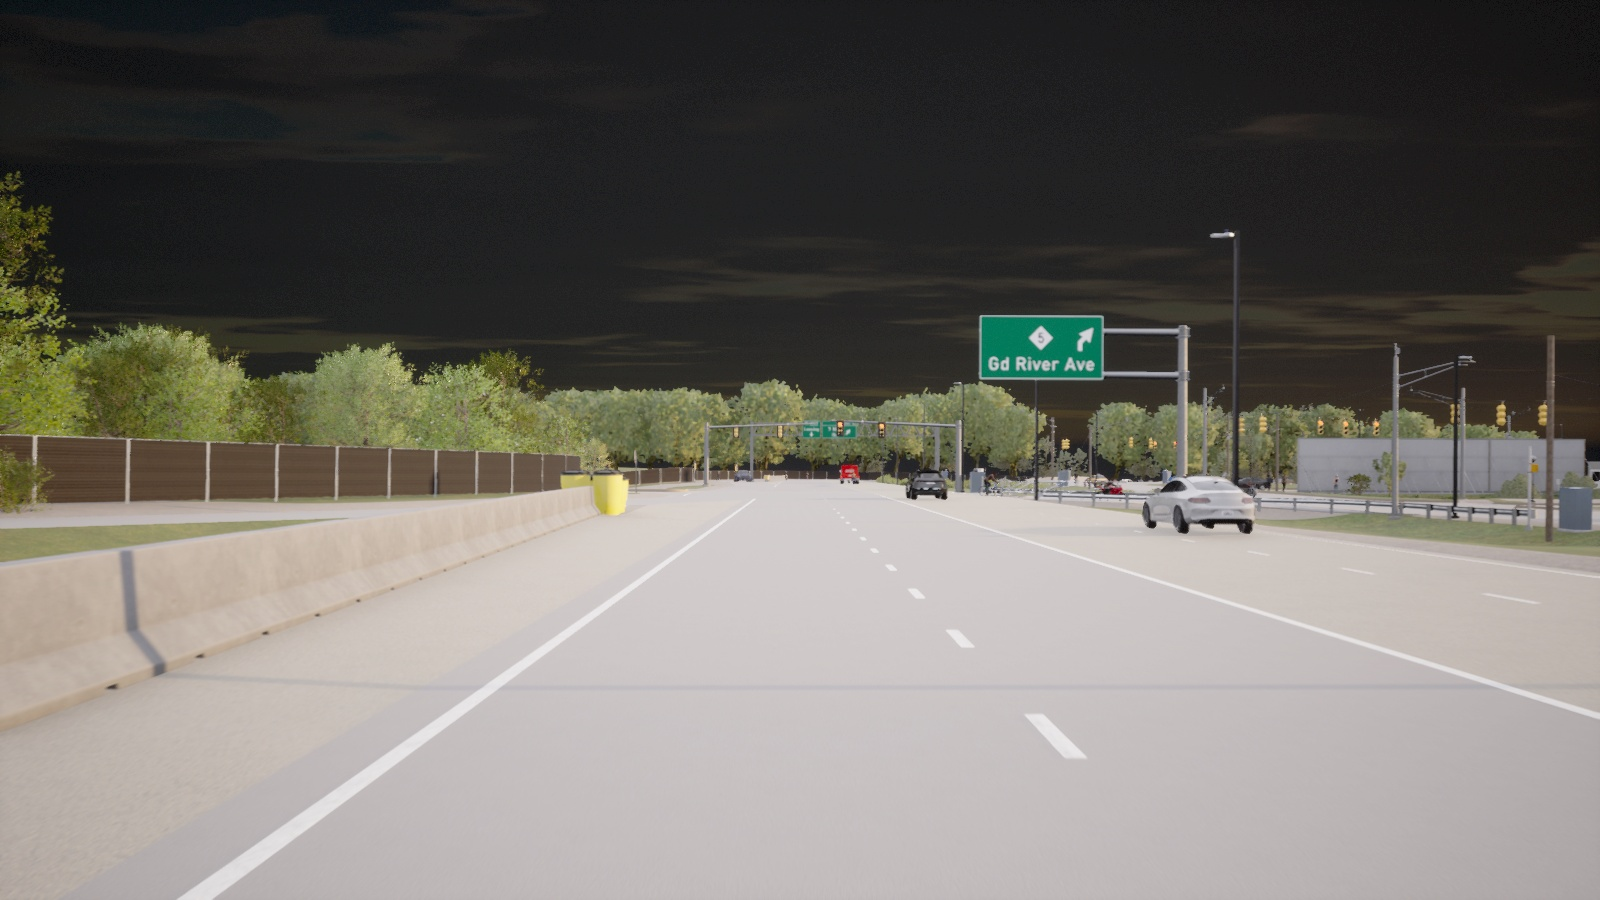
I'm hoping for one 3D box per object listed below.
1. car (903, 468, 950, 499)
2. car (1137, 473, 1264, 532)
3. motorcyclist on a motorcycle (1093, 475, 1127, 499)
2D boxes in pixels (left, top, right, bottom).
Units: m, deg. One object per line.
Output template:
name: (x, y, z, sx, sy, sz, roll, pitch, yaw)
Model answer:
car: (6.838, 1.792, 68.133, 2.033, 1.649, 4.856, 0, -1, 0)
car: (10.421, 1.325, 33.047, 1.812, 1.442, 4.674, 0, -1, 0)
motorcyclist on a motorcycle: (20.294, 2.400, 82.234, 2.044, 1.523, 0.797, 1, -1, 0)
